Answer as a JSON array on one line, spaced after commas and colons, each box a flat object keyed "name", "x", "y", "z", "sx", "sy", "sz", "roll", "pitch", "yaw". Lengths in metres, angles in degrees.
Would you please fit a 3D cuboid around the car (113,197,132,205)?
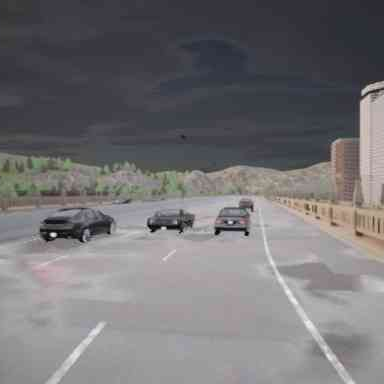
[{"name": "car", "x": -11.810, "y": 1.570, "z": 56.689, "sx": 2.128, "sy": 1.511, "sz": 4.902, "roll": 0, "pitch": 0, "yaw": 11}]

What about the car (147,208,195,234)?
[{"name": "car", "x": -1.060, "y": 1.607, "z": 19.479, "sx": 1.895, "sy": 1.301, "sz": 4.718, "roll": 0, "pitch": 0, "yaw": 11}]

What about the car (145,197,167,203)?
[{"name": "car", "x": -5.331, "y": 1.637, "z": 53.327, "sx": 2.033, "sy": 1.411, "sz": 5.357, "roll": 0, "pitch": 0, "yaw": 11}]

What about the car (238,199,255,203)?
[{"name": "car", "x": 6.891, "y": 1.604, "z": 42.259, "sx": 1.837, "sy": 1.490, "sz": 4.892, "roll": 0, "pitch": 0, "yaw": 11}]

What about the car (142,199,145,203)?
[{"name": "car", "x": -7.563, "y": 1.671, "z": 60.201, "sx": 1.837, "sy": 1.490, "sz": 4.892, "roll": 0, "pitch": 0, "yaw": 11}]

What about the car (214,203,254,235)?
[{"name": "car", "x": 2.388, "y": 1.566, "z": 18.994, "sx": 2.033, "sy": 1.411, "sz": 5.357, "roll": 0, "pitch": 0, "yaw": 11}]

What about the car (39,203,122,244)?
[{"name": "car", "x": -5.232, "y": 1.488, "z": 15.866, "sx": 1.837, "sy": 1.490, "sz": 4.892, "roll": 0, "pitch": 0, "yaw": 9}]
